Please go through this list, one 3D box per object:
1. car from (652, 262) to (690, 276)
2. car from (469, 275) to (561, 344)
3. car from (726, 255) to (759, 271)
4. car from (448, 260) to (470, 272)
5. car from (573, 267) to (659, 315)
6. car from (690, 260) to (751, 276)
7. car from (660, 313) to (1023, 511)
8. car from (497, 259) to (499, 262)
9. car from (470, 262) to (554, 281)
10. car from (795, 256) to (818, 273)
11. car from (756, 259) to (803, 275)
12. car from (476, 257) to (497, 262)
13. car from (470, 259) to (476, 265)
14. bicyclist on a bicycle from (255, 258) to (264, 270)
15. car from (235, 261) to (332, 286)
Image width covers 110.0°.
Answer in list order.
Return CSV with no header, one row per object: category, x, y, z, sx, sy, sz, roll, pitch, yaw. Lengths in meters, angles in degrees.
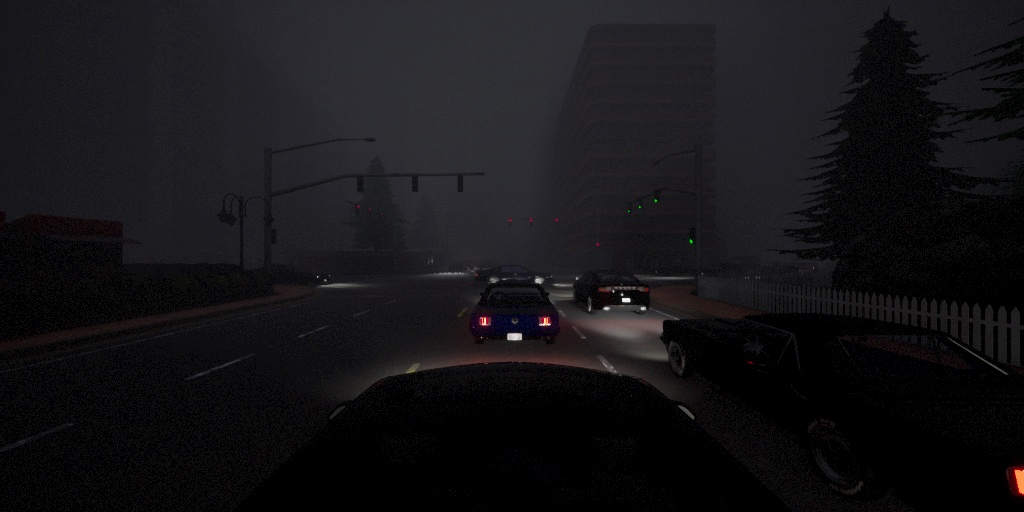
car,16.571,1.295,36.487,4.718,1.301,1.895,0,0,-14
car,0.070,1.351,9.494,1.895,1.301,4.718,0,0,0
car,25.629,0.916,40.092,5.566,2.045,2.150,0,0,-31
car,-7.123,1.351,47.066,1.895,1.301,4.718,0,0,0
car,3.581,1.228,13.702,1.882,1.535,5.008,0,0,0
car,19.554,1.295,33.638,4.718,1.301,1.895,0,0,-18
car,3.599,1.351,4.381,1.895,1.301,4.718,0,0,0
car,-3.605,1.255,62.062,1.837,1.490,4.892,0,0,0
car,0.093,1.284,24.472,5.357,1.411,2.033,0,0,0
car,35.546,0.916,43.446,2.150,2.045,5.566,0,0,44
car,27.901,1.295,37.404,4.718,1.301,1.895,0,0,-31
car,-3.622,1.228,51.963,1.882,1.535,5.008,0,0,0
car,-7.120,1.297,56.717,2.033,1.411,5.357,0,0,0
bicyclist on a bicycle,-27.907,0.996,39.730,0.582,1.620,1.656,0,0,0
car,-15.148,1.242,24.203,5.357,1.411,2.033,0,0,4
